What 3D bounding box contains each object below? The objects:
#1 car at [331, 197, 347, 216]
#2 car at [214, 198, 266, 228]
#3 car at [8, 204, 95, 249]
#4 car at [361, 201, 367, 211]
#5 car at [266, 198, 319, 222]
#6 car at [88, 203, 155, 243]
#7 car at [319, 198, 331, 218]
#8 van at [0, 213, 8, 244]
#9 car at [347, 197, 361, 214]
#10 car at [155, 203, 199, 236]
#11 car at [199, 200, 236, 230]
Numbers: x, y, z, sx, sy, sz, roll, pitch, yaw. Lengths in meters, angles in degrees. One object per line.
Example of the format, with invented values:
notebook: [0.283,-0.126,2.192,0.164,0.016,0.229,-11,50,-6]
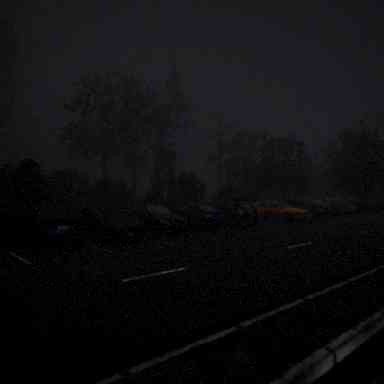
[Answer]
car: [10.104,1.270,28.493,2.231,1.521,4.892,0,1,-42]
car: [1.987,1.180,21.047,2.185,1.767,4.553,0,1,-42]
car: [-6.206,1.309,13.668,2.163,1.488,4.792,0,1,-42]
car: [14.185,1.236,32.192,2.231,1.521,4.892,-1,1,-42]
car: [6.159,1.294,24.641,1.946,1.575,5.366,0,1,-42]
car: [-4.131,1.323,15.478,2.163,1.488,4.792,0,1,-42]
car: [8.054,1.314,26.658,2.163,1.488,4.792,0,1,-42]
van: [-8.295,1.039,11.876,1.878,1.987,4.442,1,1,-42]
car: [12.147,1.253,30.338,2.097,1.535,5.008,0,1,-42]
car: [-2.114,1.339,17.360,2.002,1.452,4.674,0,1,-42]
car: [-0.075,1.342,19.210,2.002,1.452,4.674,0,1,-42]
